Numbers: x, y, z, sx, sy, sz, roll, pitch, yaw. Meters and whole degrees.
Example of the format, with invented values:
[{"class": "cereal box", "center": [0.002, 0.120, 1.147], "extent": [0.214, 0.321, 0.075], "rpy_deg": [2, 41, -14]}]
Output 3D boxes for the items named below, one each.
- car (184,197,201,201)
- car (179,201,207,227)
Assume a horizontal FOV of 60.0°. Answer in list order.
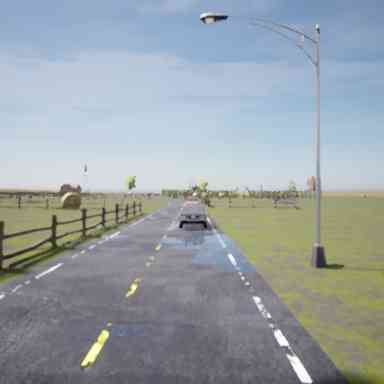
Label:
[{"class": "car", "center": [0.060, 1.450, 41.289], "extent": [2.097, 1.767, 4.553], "rpy_deg": [0, 0, 0]}, {"class": "car", "center": [0.077, 1.603, 23.005], "extent": [2.033, 1.411, 5.357], "rpy_deg": [0, 0, 0]}]
